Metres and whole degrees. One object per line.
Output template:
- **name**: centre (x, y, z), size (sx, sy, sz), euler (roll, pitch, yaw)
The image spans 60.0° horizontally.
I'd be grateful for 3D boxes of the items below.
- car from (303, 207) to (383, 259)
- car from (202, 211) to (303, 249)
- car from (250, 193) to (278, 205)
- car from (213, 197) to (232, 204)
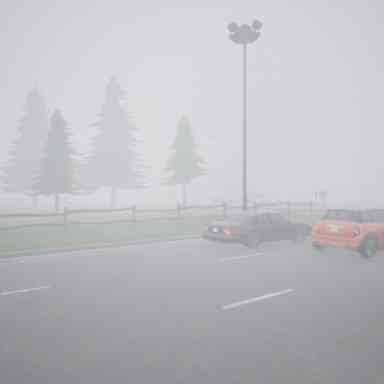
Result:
- **car**: centre (6.730, 1.359, 12.914), size (4.553, 1.767, 2.097), euler (0, 0, -35)
- **car**: centre (2.987, 1.555, 14.569), size (5.357, 1.411, 2.033), euler (0, 0, -35)
- **car**: centre (12.784, 1.246, 59.681), size (2.150, 2.045, 5.566), euler (0, 0, -35)
- **car**: centre (5.946, 1.592, 63.385), size (1.994, 1.385, 4.181), euler (0, 0, -35)
